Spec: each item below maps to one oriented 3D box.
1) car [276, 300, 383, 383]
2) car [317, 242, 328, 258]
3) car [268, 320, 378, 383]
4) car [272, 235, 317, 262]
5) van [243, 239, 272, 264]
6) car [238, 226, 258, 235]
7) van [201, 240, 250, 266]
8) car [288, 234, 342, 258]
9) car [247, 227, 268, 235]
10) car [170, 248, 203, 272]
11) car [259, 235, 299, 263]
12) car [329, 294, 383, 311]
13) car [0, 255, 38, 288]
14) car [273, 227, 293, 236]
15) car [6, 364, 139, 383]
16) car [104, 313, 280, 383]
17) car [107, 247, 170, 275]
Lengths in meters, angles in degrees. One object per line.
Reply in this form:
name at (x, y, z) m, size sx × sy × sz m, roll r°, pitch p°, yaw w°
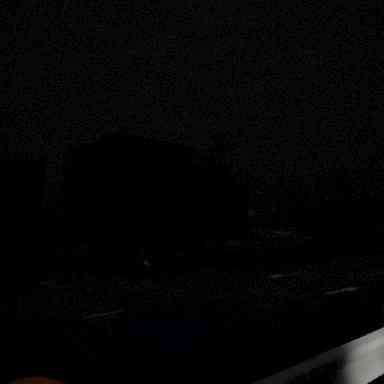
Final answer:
car at (5.068, 5.145, 11.713) m, size 4.553 × 1.767 × 2.185 m, roll 3°, pitch -2°, yaw 34°
car at (12.441, 6.683, 37.838) m, size 4.792 × 1.488 × 2.163 m, roll 1°, pitch -4°, yaw 34°
car at (2.608, 5.102, 9.948) m, size 4.792 × 1.488 × 2.163 m, roll 3°, pitch -2°, yaw 34°
car at (10.055, 6.210, 36.117) m, size 5.566 × 2.045 × 2.435 m, roll 1°, pitch -4°, yaw 34°
van at (5.135, 5.848, 32.740) m, size 4.442 × 1.987 × 1.878 m, roll 1°, pitch -3°, yaw 34°
car at (11.382, 7.767, 67.541) m, size 2.002 × 1.452 × 4.674 m, roll 1°, pitch -2°, yaw 36°
van at (2.737, 5.655, 31.016) m, size 4.442 × 1.987 × 1.878 m, roll 1°, pitch -3°, yaw 34°
car at (14.795, 6.594, 39.582) m, size 5.566 × 2.045 × 2.435 m, roll 1°, pitch -3°, yaw 34°
car at (13.191, 7.729, 65.215) m, size 1.946 × 1.575 × 5.366 m, roll 1°, pitch -2°, yaw 36°
car at (-1.962, 5.498, 27.497) m, size 4.892 × 1.521 × 2.231 m, roll 1°, pitch -3°, yaw 34°
car at (7.657, 6.017, 34.393) m, size 5.566 × 2.045 × 2.435 m, roll 1°, pitch -4°, yaw 34°
car at (7.517, 5.343, 13.485) m, size 4.553 × 1.767 × 2.185 m, roll 2°, pitch -2°, yaw 34°
car at (-11.529, 4.753, 20.585) m, size 4.792 × 1.488 × 2.163 m, roll 1°, pitch -4°, yaw 34°
car at (16.480, 7.461, 60.083) m, size 2.435 × 2.045 × 5.566 m, roll 1°, pitch -2°, yaw 36°
car at (-2.416, 4.668, 6.509) m, size 5.366 × 1.575 × 1.946 m, roll 2°, pitch -2°, yaw 34°
car at (0.227, 4.626, 8.160) m, size 5.566 × 2.045 × 2.435 m, roll 2°, pitch -2°, yaw 34°
car at (-4.383, 5.177, 25.793) m, size 4.553 × 1.767 × 2.185 m, roll 1°, pitch -4°, yaw 34°
